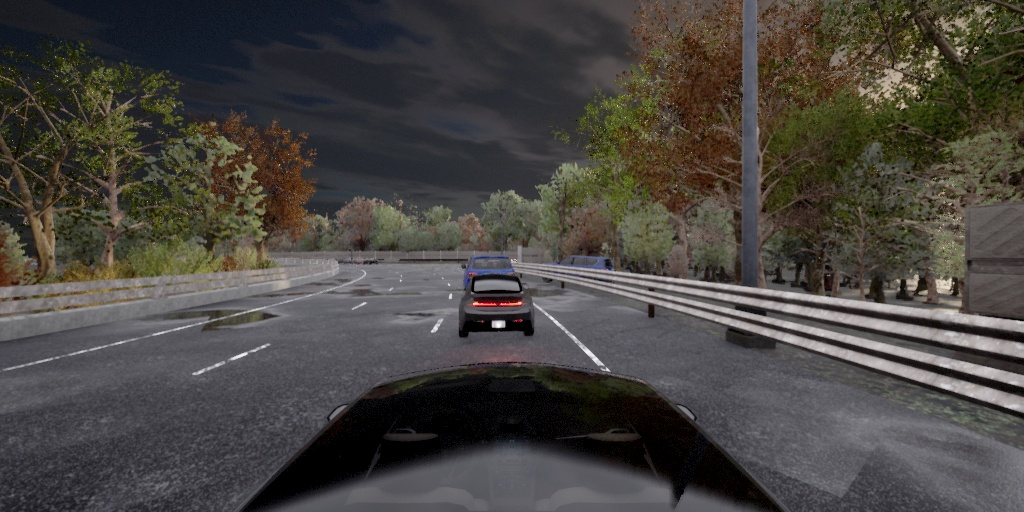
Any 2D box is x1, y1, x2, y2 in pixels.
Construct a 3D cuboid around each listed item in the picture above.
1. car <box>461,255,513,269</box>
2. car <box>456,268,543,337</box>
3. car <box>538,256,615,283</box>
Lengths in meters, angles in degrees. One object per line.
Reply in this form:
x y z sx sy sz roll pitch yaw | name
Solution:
-1.178 0.965 17.031 2.150 2.045 5.566 0 0 -9 | car
-0.519 1.251 10.288 1.837 1.490 4.892 0 0 -5 | car
4.595 0.984 25.665 5.566 2.045 2.150 5 1 36 | car
